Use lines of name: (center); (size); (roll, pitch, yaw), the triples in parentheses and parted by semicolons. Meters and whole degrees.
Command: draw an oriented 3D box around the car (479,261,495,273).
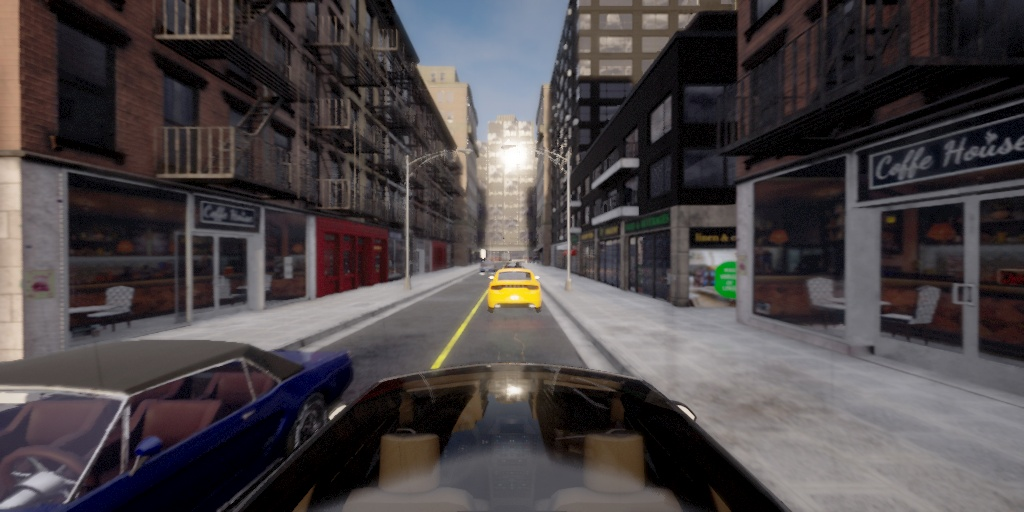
car: (-2.853, 1.254, 43.386); (2.033, 1.411, 5.357); (0, 0, 0)

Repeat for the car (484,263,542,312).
car: (0.096, 1.226, 14.336); (1.882, 1.535, 5.008); (0, 0, 0)

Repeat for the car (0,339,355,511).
car: (-2.852, 1.351, 2.151); (1.895, 1.301, 4.718); (0, 0, 0)
